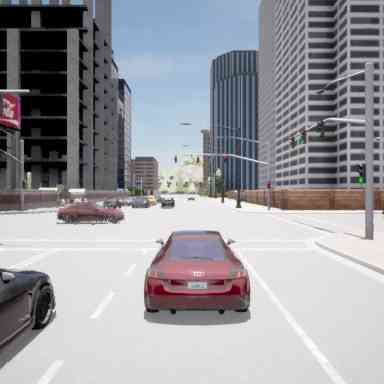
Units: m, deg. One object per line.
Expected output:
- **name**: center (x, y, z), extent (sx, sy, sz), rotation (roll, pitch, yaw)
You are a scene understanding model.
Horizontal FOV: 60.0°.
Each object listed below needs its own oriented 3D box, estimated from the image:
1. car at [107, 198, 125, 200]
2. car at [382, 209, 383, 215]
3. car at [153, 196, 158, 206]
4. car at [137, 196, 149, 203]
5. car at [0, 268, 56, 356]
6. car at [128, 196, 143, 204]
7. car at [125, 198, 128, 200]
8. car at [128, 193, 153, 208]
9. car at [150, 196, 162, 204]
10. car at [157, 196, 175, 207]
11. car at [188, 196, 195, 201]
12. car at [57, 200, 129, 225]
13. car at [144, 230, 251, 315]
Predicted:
- **car**: center (-10.669, 1.526, 44.493), extent (1.812, 1.442, 4.674), rotation (0, 0, 0)
- **car**: center (18.502, 1.601, 27.603), extent (4.718, 1.301, 1.895), rotation (0, 0, 0)
- **car**: center (-7.129, 1.477, 56.373), extent (1.882, 1.535, 5.008), rotation (0, 0, 0)
- **car**: center (-10.627, 1.552, 72.743), extent (1.994, 1.385, 4.181), rotation (0, 0, 0)
- **car**: center (-3.414, 1.564, 4.263), extent (1.994, 1.385, 4.181), rotation (0, 0, 0)
- **car**: center (-10.622, 1.564, 62.749), extent (1.994, 1.385, 4.181), rotation (0, 0, 0)
- **car**: center (-10.645, 1.601, 53.601), extent (1.895, 1.301, 4.718), rotation (0, 0, 0)
- **car**: center (-7.166, 1.352, 47.037), extent (2.097, 1.767, 4.553), rotation (0, 0, 0)
- **car**: center (-7.117, 1.505, 66.571), extent (1.837, 1.490, 4.892), rotation (0, 0, 0)
- **car**: center (-3.500, 1.491, 49.630), extent (2.128, 1.511, 4.902), rotation (0, 0, 0)
- **car**: center (-0.148, 1.595, 84.260), extent (1.895, 1.301, 4.718), rotation (0, 0, 0)
- **car**: center (-7.181, 1.525, 23.729), extent (4.674, 1.442, 1.812), rotation (0, 0, -1)
- **car**: center (0.088, 1.564, 7.680), extent (1.994, 1.385, 4.181), rotation (0, 0, 0)
